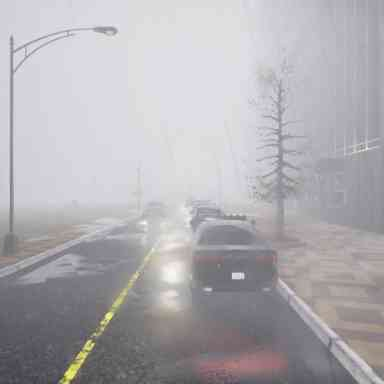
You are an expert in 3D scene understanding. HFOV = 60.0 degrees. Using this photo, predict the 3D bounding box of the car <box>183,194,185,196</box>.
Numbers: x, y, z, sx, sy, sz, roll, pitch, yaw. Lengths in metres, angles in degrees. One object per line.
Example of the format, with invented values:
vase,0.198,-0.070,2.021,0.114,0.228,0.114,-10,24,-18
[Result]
car,-0.045,1.346,59.948,2.097,1.767,4.553,0,0,0

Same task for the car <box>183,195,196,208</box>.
car,-0.013,1.522,46.523,1.812,1.442,4.674,0,0,0

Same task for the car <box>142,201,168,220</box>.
car,-3.122,1.524,28.555,1.812,1.442,4.674,0,0,0

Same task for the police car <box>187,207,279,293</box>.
police car,0.893,1.425,9.031,1.930,1.638,5.238,0,0,0

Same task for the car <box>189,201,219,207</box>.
car,0.884,1.504,18.921,1.837,1.490,4.892,0,0,0

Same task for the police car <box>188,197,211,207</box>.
police car,0.880,1.424,25.032,1.930,1.638,5.238,0,0,0
